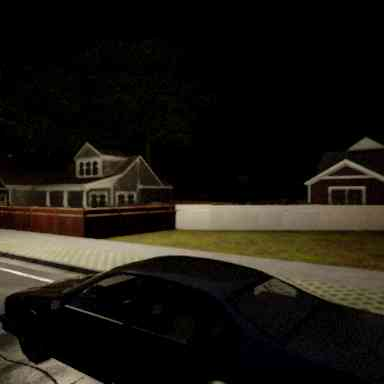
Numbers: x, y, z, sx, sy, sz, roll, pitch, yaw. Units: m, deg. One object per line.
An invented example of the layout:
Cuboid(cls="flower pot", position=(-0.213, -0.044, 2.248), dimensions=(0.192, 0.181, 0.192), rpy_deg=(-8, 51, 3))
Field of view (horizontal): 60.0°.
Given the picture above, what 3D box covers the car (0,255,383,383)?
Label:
Cuboid(cls="car", position=(-0.285, 1.570, 4.192), dimensions=(5.357, 1.411, 2.033), rpy_deg=(-1, 0, 36))
